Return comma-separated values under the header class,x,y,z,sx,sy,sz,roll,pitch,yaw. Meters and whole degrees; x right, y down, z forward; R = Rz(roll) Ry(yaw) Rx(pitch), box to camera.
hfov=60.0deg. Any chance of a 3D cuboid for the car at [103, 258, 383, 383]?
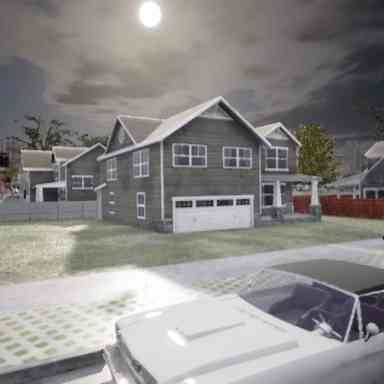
class,x,y,z,sx,sy,sz,roll,pitch,yaw
car,1.444,1.599,3.984,4.718,1.301,1.895,0,0,-28
